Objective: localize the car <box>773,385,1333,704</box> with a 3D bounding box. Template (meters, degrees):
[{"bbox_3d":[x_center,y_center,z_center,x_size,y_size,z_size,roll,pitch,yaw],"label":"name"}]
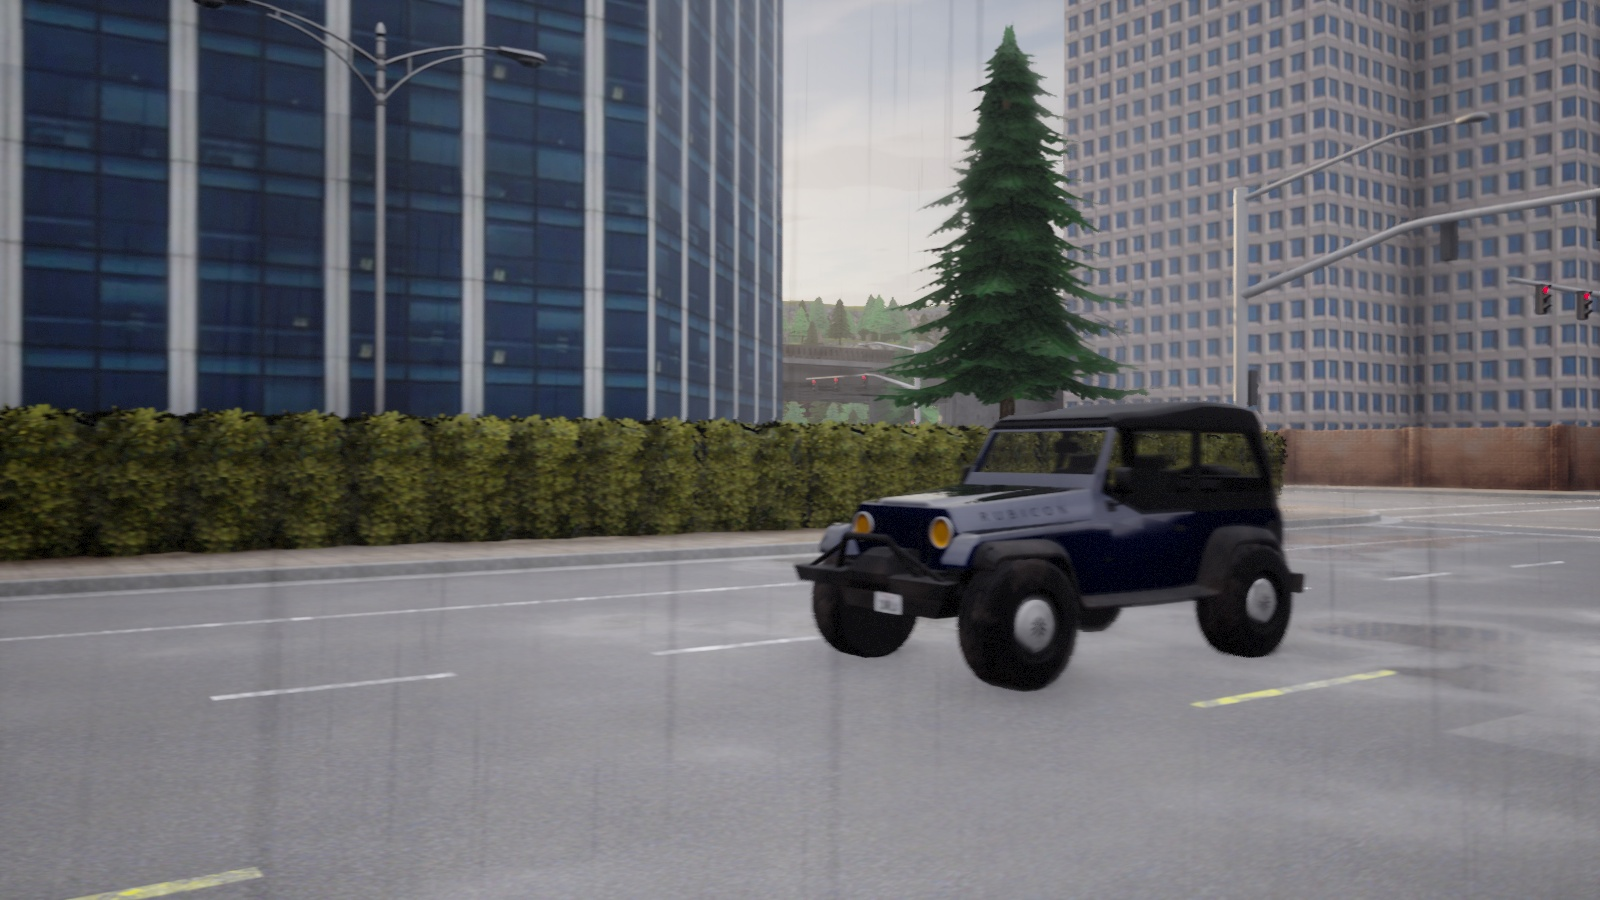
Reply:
[{"bbox_3d":[1.937,0.559,9.272,3.866,1.878,1.905,0,0,-35],"label":"car"}]
